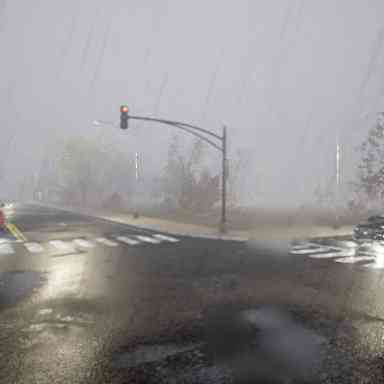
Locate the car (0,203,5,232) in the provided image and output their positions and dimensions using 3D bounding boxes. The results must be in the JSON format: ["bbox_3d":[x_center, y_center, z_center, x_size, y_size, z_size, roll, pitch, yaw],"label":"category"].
[{"bbox_3d":[-12.463,1.220,19.563,2.150,2.045,5.566,1,0,-35],"label":"car"}]

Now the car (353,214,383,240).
[{"bbox_3d":[11.286,2.025,19.303,4.892,1.490,1.837,2,-1,-36],"label":"car"}]
